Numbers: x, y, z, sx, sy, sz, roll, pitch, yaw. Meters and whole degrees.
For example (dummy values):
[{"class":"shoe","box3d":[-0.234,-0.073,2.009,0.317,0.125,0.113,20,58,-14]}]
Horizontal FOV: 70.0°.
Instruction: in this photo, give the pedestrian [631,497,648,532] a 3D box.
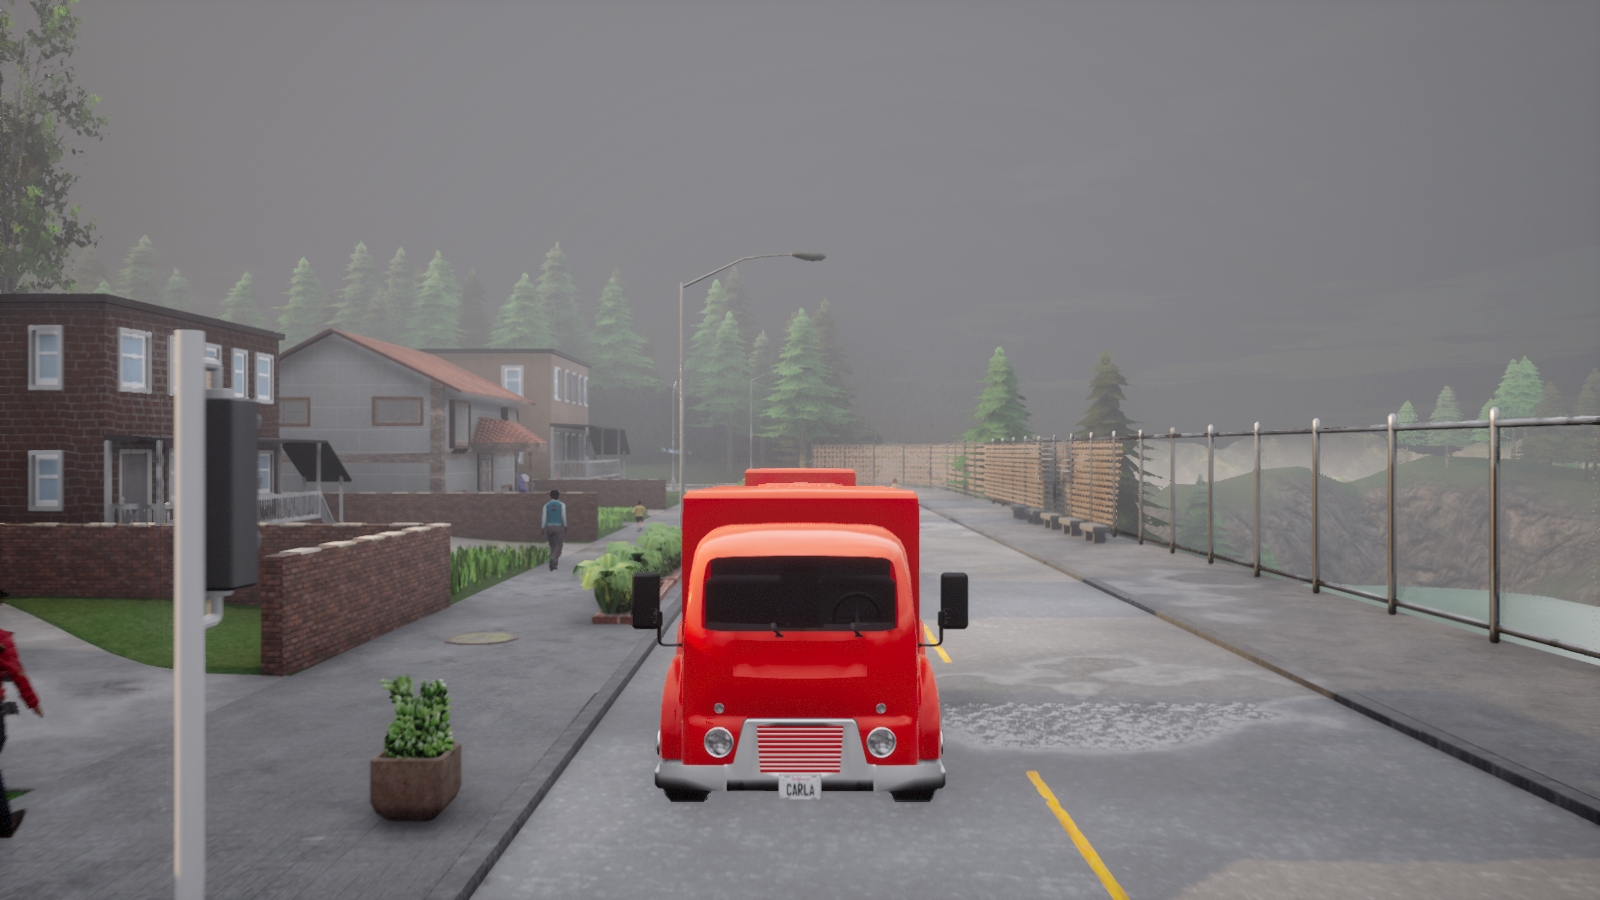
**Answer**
[{"class":"pedestrian","box3d":[-5.289,2.124,37.675,0.500,1.100,0.500,0,0,0]}]

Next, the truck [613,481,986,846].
[{"class":"truck","box3d":[0.005,1.575,10.652,2.627,2.467,5.204,0,0,0]}]

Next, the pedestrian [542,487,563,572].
[{"class":"pedestrian","box3d":[-5.452,1.746,25.188,0.375,1.860,0.375,0,0,3]}]
